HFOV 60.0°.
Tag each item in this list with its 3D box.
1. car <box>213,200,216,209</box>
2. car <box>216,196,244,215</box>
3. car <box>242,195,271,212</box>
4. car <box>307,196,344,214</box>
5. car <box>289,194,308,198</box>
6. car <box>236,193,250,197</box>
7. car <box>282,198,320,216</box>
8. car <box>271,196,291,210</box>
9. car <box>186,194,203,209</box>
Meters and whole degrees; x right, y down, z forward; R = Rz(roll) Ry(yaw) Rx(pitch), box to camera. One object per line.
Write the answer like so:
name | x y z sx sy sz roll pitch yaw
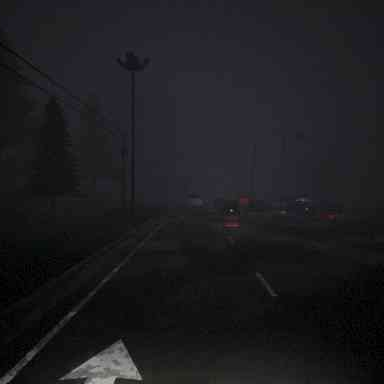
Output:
car | 3.824 1.547 44.432 2.033 1.411 5.357 0 0 1
car | 3.787 1.505 34.053 1.837 1.490 4.892 0 0 0
car | 7.313 1.478 38.305 1.882 1.535 5.008 0 0 1
car | 14.295 1.492 35.307 2.128 1.511 4.902 0 0 0
car | 14.342 1.221 45.555 2.150 2.045 5.566 0 0 0
car | 7.352 1.221 48.317 2.150 2.045 5.566 0 0 1
car | 10.783 1.564 33.181 1.994 1.385 4.181 0 0 0
car | 10.819 1.547 43.270 2.033 1.411 5.357 0 0 0
car | 0.344 1.221 44.654 2.150 2.045 5.566 0 0 1
